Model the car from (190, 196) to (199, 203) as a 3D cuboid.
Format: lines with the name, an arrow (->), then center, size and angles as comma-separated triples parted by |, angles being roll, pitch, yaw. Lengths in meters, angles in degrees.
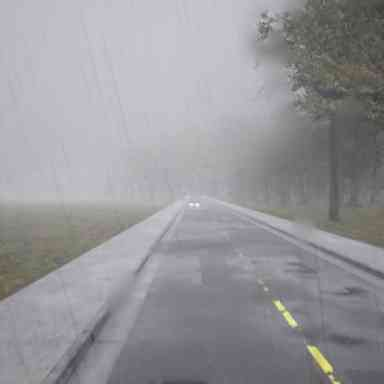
car -> 0.519, 1.583, 69.795 | 2.128, 1.511, 4.902 | 0, 0, 0
